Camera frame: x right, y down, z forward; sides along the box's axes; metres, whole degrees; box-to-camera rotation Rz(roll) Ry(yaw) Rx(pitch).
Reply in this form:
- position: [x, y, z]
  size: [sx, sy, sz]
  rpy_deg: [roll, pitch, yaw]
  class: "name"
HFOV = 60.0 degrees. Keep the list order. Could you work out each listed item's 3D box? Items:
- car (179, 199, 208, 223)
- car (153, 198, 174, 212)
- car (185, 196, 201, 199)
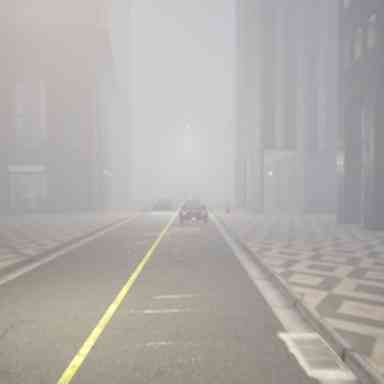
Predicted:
- position: [0.107, 1.426, 23.685]
  size: [1.895, 1.301, 4.718]
  rpy_deg: [0, 0, 0]
  class: "car"
- position: [-2.990, 1.312, 35.304]
  size: [1.994, 1.385, 4.181]
  rpy_deg: [0, 0, 0]
  class: "car"
- position: [0.114, 1.198, 41.709]
  size: [2.128, 1.511, 4.902]
  rpy_deg: [0, 0, 0]
  class: "car"
